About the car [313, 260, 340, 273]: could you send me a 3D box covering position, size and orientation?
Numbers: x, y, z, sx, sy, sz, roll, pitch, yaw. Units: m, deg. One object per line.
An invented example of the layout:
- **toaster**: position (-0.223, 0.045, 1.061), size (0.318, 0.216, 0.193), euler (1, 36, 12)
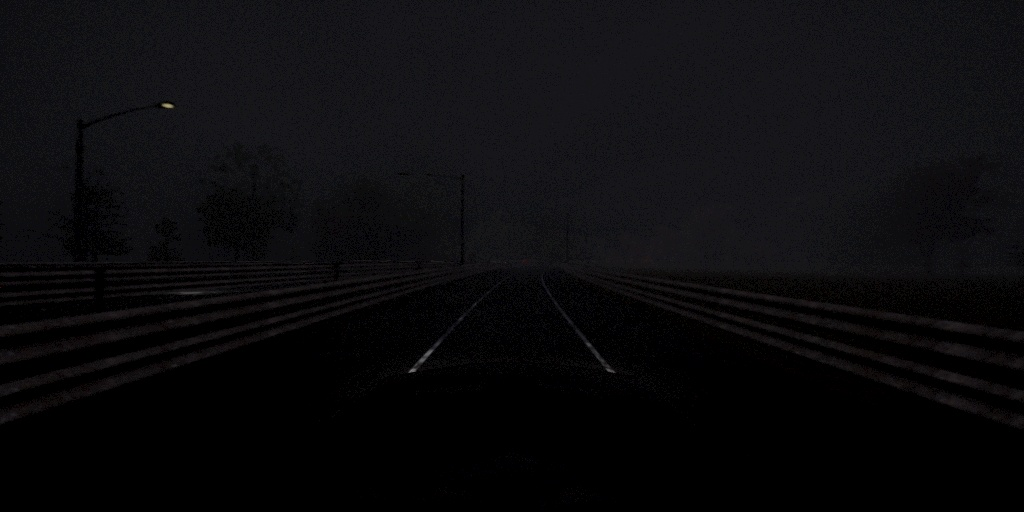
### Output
- **car**: position (-18.393, 1.155, 37.240), size (2.128, 1.511, 4.902), euler (0, -1, 13)

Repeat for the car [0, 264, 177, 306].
- **car**: position (-16.258, 1.021, 13.738), size (2.033, 1.411, 5.357), euler (0, 0, 11)

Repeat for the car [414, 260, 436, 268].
- **car**: position (-13.704, 1.333, 56.638), size (2.128, 1.511, 4.902), euler (0, -1, 14)

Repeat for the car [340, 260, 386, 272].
- **car**: position (-14.941, 1.271, 36.706), size (1.895, 1.301, 4.718), euler (0, 0, 13)

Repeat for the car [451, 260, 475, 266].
- **car**: position (-8.752, 1.392, 61.760), size (2.128, 1.511, 4.902), euler (0, -1, 15)
